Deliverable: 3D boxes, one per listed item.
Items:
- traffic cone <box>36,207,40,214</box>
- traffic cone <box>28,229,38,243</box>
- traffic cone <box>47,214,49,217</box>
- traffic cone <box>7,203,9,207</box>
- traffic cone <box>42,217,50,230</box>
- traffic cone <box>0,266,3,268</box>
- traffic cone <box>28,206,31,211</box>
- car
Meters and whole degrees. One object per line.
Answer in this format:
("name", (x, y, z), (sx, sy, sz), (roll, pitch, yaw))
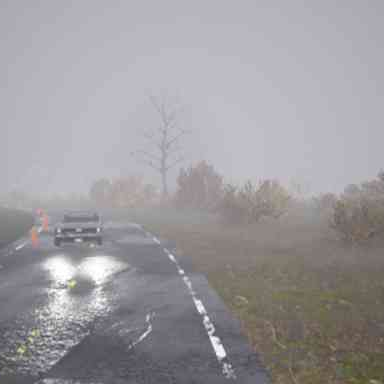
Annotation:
("traffic cone", (-14.688, 1.756, 31.790), (0.340, 0.580, 0.340), (0, 0, -33))
("traffic cone", (-6.822, 1.876, 14.270), (0.340, 0.580, 0.340), (0, 0, -16))
("traffic cone", (-10.110, 1.819, 23.320), (0.340, 0.580, 0.340), (0, 0, -24))
("traffic cone", (-23.751, 1.655, 43.016), (0.340, 0.580, 0.340), (0, 0, 45))
("traffic cone", (-8.300, 1.848, 18.855), (0.340, 0.580, 0.340), (0, 0, -20))
("traffic cone", (-5.685, 1.902, 9.589), (0.340, 0.580, 0.340), (0, 0, -12))
("traffic cone", (-17.431, 1.722, 35.751), (0.340, 0.580, 0.340), (0, 0, -37))
("car", (-4.926, 1.526, 14.810), (1.895, 1.301, 4.718), (0, 0, -16))
